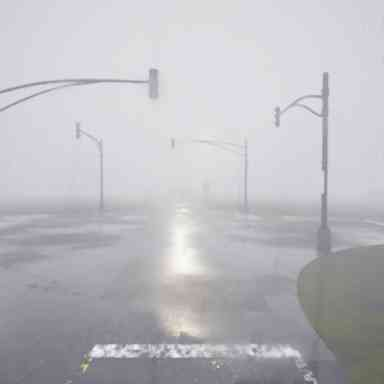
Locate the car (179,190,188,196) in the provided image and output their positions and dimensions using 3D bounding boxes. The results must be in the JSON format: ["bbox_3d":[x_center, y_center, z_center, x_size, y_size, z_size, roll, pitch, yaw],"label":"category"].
[{"bbox_3d":[-2.043,0.252,80.889,1.895,1.301,4.718,0,1,-4],"label":"car"}]

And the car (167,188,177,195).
[{"bbox_3d":[-4.440,-0.198,74.905,2.097,1.767,4.553,0,1,-3],"label":"car"}]

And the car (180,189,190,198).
[{"bbox_3d":[-1.463,0.239,70.811,2.097,1.767,4.553,0,1,-3],"label":"car"}]
